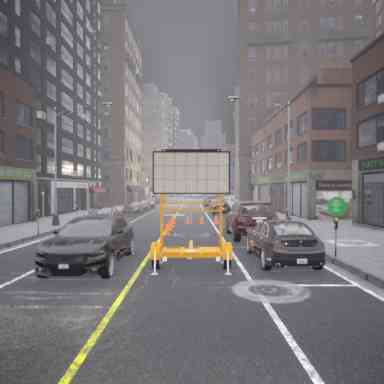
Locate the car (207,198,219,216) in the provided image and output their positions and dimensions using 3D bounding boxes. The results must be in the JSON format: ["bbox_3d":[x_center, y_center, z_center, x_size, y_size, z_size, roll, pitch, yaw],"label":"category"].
[{"bbox_3d":[2.795,1.557,32.774,1.947,1.339,4.313,-1,0,0],"label":"car"}]

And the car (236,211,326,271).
[{"bbox_3d":[2.832,1.549,10.749,2.008,1.369,4.403,-1,0,0],"label":"car"}]

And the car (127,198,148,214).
[{"bbox_3d":[-5.730,1.573,32.746,1.802,1.307,4.206,-1,0,0],"label":"car"}]

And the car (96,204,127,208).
[{"bbox_3d":[-5.711,1.578,21.731,1.802,1.307,4.206,-1,0,0],"label":"car"}]

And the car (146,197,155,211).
[{"bbox_3d":[-5.739,1.569,38.254,1.802,1.307,4.206,-1,0,0],"label":"car"}]

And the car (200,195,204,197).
[{"bbox_3d":[2.758,1.538,54.799,1.947,1.339,4.313,-1,0,0],"label":"car"}]

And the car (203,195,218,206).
[{"bbox_3d":[2.767,1.544,49.292,1.947,1.339,4.313,-1,0,0],"label":"car"}]

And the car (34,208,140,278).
[{"bbox_3d":[-3.017,1.475,10.302,1.882,1.535,5.008,0,0,0],"label":"car"}]

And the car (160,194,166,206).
[{"bbox_3d":[-5.770,1.287,54.778,2.192,1.841,5.009,-1,0,0],"label":"car"}]

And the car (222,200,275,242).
[{"bbox_3d":[2.820,1.312,16.255,2.192,1.841,5.009,-1,0,0],"label":"car"}]

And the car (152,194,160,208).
[{"bbox_3d":[-5.750,1.423,43.762,1.967,1.590,4.097,-1,0,0],"label":"car"}]

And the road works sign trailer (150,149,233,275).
[{"bbox_3d":[-0.018,0.462,10.425,2.380,3.560,2.880,0,0,0],"label":"road works sign trailer"}]

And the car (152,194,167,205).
[{"bbox_3d":[-5.779,1.281,60.285,2.192,1.841,5.009,-1,0,0],"label":"car"}]

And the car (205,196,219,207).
[{"bbox_3d":[2.785,1.513,38.450,1.752,1.417,4.829,-1,0,0],"label":"car"}]
